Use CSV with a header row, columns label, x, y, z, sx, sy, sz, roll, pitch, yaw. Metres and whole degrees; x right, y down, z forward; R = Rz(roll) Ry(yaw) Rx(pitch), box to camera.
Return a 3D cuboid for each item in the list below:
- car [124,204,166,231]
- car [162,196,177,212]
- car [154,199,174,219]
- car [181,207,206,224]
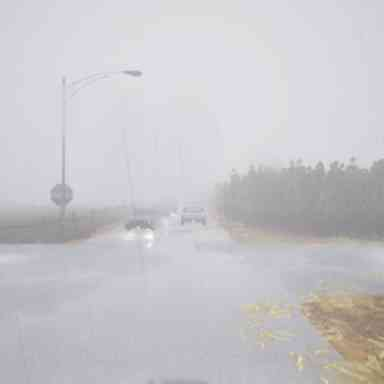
label,x,y,z,sx,sy,sz,roll,pitch,yaw
car,-3.192,1.755,22.419,2.033,1.411,5.357,0,-1,0
car,-3.140,1.586,44.226,2.150,2.045,5.566,0,0,1
car,-3.184,1.789,33.546,1.882,1.535,5.008,0,-1,0
car,0.107,1.857,26.981,1.895,1.301,4.718,0,-1,0
